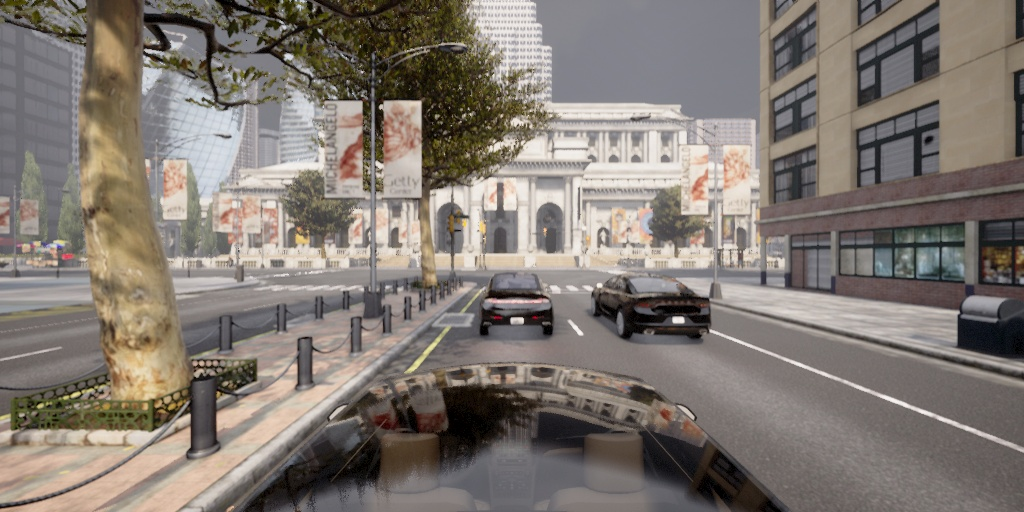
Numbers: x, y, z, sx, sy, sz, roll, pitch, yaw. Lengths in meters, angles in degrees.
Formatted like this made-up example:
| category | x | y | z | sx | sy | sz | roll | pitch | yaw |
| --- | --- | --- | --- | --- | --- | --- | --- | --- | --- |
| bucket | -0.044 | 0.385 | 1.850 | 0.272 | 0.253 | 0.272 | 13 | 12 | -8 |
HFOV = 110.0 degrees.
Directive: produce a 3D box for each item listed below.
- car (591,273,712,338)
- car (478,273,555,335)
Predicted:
| category | x | y | z | sx | sy | sz | roll | pitch | yaw |
| --- | --- | --- | --- | --- | --- | --- | --- | --- | --- |
| car | 3.564 | 1.209 | 10.109 | 1.882 | 1.535 | 5.008 | 0 | 0 | 0 |
| car | 0.080 | 1.222 | 10.377 | 2.128 | 1.511 | 4.902 | 0 | 0 | -1 |
